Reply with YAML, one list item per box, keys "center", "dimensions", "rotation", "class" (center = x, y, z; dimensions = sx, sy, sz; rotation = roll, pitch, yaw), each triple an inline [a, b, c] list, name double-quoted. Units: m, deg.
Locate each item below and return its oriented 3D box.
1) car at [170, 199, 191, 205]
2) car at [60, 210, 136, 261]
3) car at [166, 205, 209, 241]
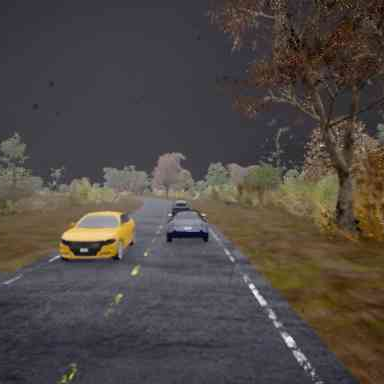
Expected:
- center: [-1.207, 1.514, 34.428]
  dimensions: [1.837, 1.490, 4.892]
  rotation: [0, 0, -4]
  class: "car"
- center: [-3.311, 1.482, 12.516]
  dimensions: [1.882, 1.535, 5.008]
  rotation: [0, 0, -2]
  class: "car"
- center: [-0.253, 1.566, 16.725]
  dimensions: [1.994, 1.385, 4.181]
  rotation: [0, 0, -2]
  class: "car"
